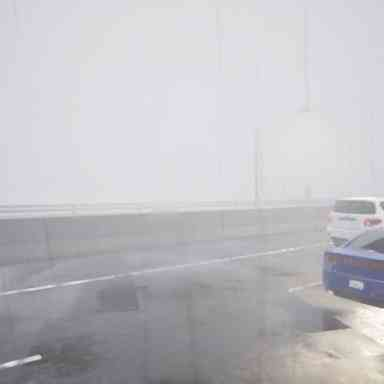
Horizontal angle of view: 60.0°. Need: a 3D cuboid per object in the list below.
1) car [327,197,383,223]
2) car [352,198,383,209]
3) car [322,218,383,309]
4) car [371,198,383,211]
[{"bbox_3d":[7.795,1.227,13.532,5.566,2.045,2.150,0,0,-35],"label":"car"},{"bbox_3d":[24.535,1.615,46.432,4.181,1.385,1.994,0,0,-34],"label":"car"},{"bbox_3d":[4.945,1.480,7.301,5.008,1.535,1.882,0,0,-35],"label":"car"},{"bbox_3d":[25.264,1.552,42.714,4.892,1.490,1.837,0,0,-34],"label":"car"}]
